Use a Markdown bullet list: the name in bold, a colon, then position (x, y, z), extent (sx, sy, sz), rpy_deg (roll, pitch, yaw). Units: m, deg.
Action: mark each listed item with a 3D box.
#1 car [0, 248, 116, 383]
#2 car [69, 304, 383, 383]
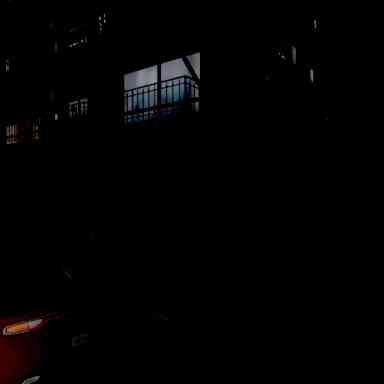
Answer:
- **car**: position (-3.087, 1.545, 5.093), extent (4.507, 1.381, 1.887), rpy_deg (0, 0, 36)
- **car**: position (1.494, 1.566, 1.809), extent (4.313, 1.339, 1.947), rpy_deg (0, 0, 36)
